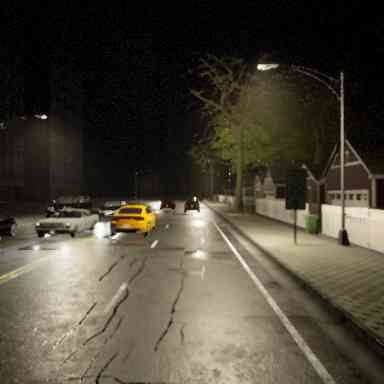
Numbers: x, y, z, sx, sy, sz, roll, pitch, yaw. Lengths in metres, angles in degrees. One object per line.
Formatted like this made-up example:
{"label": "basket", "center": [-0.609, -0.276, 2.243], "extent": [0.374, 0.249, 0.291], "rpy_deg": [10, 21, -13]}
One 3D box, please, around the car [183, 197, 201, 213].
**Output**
{"label": "car", "center": [0.011, 1.555, 37.288], "extent": [2.033, 1.411, 5.357], "rpy_deg": [0, 0, 0]}

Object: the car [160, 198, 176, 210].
{"label": "car", "center": [-3.136, 1.540, 44.210], "extent": [1.812, 1.442, 4.674], "rpy_deg": [0, 0, 0]}

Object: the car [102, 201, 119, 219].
{"label": "car", "center": [-6.575, 1.495, 28.257], "extent": [2.128, 1.511, 4.902], "rpy_deg": [0, 0, 0]}

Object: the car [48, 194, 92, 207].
{"label": "car", "center": [-9.826, 1.223, 27.128], "extent": [2.150, 2.045, 5.566], "rpy_deg": [0, 0, 0]}

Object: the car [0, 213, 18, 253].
{"label": "car", "center": [-6.592, 1.491, 7.935], "extent": [2.128, 1.511, 4.902], "rpy_deg": [0, 0, 0]}

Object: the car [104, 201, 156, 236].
{"label": "car", "center": [-3.144, 1.477, 18.394], "extent": [1.882, 1.535, 5.008], "rpy_deg": [0, 0, 0]}

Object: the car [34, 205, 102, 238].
{"label": "car", "center": [-6.587, 1.601, 17.919], "extent": [1.895, 1.301, 4.718], "rpy_deg": [0, 0, 0]}

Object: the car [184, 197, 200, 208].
{"label": "car", "center": [0.022, 1.511, 48.508], "extent": [2.128, 1.511, 4.902], "rpy_deg": [0, 0, 0]}
